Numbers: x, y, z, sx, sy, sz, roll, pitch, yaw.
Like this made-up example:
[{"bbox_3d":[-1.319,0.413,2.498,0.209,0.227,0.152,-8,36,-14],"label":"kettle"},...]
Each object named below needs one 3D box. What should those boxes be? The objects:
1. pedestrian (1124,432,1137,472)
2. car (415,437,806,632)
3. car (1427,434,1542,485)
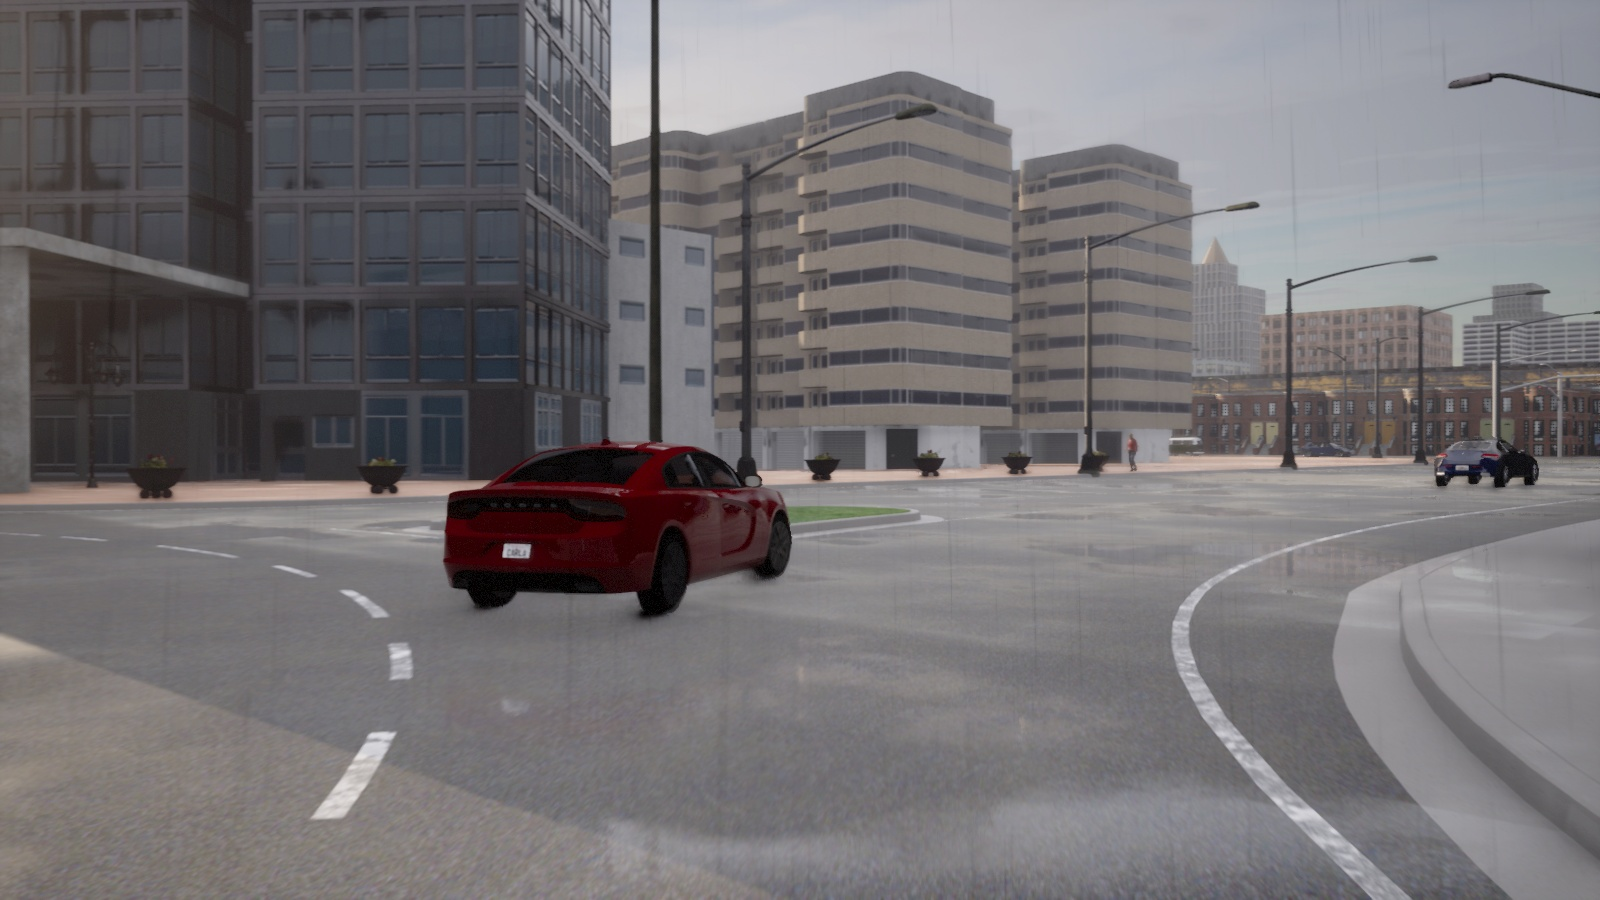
[{"bbox_3d":[15.248,0.094,57.919,0.331,1.846,0.636,0,0,41],"label":"pedestrian"},{"bbox_3d":[-1.564,0.652,12.544,1.882,1.535,5.008,0,0,17],"label":"car"},{"bbox_3d":[23.681,0.308,43.342,2.152,1.651,5.027,0,0,45],"label":"car"}]
